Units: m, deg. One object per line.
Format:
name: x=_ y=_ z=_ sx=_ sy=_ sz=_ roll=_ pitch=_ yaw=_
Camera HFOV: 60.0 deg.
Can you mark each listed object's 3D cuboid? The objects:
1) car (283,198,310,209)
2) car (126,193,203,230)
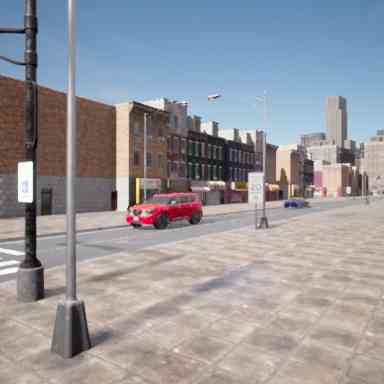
car: x=12.694 y=1.354 z=40.341 sx=1.895 sy=1.301 sz=4.718 roll=0 pitch=0 yaw=36
car: x=-1.482 y=1.090 z=20.508 sx=2.150 sy=2.045 sz=5.566 roll=0 pitch=1 yaw=35
